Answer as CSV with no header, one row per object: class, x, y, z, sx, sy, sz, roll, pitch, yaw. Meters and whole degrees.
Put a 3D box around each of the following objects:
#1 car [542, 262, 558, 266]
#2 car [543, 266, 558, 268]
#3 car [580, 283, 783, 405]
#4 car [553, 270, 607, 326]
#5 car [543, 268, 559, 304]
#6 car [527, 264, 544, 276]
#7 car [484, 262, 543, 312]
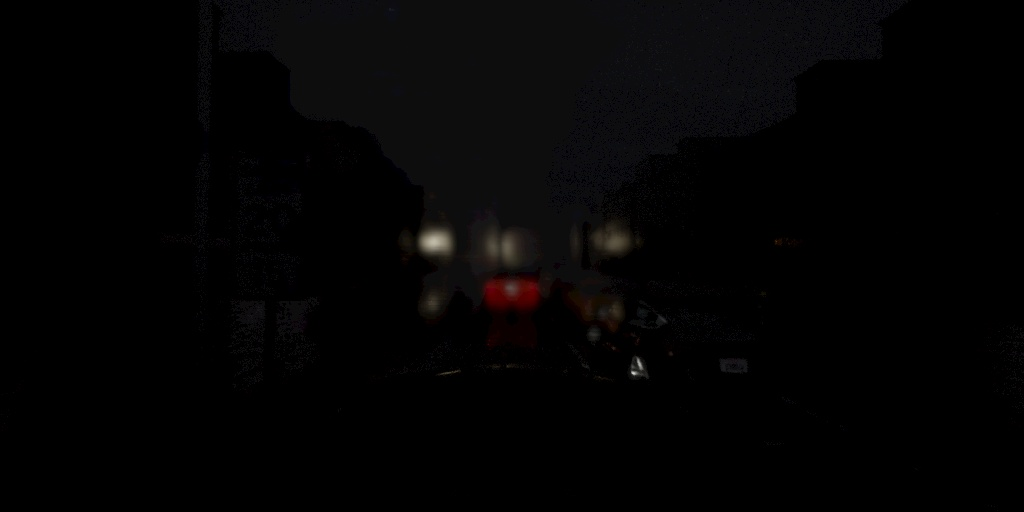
car,2.631,1.366,28.236,2.192,1.841,5.009,0,0,0
car,2.632,1.537,22.762,2.007,1.370,4.403,0,0,0
car,2.637,1.366,6.342,1.948,1.339,4.313,0,0,0
car,2.635,1.386,11.985,1.751,1.417,4.829,0,0,0
car,2.634,1.468,17.289,1.888,1.381,4.507,0,0,0
car,3.002,1.770,46.951,1.882,1.535,5.008,0,-1,0
car,0.019,1.251,15.293,2.097,1.767,4.553,0,-1,1
